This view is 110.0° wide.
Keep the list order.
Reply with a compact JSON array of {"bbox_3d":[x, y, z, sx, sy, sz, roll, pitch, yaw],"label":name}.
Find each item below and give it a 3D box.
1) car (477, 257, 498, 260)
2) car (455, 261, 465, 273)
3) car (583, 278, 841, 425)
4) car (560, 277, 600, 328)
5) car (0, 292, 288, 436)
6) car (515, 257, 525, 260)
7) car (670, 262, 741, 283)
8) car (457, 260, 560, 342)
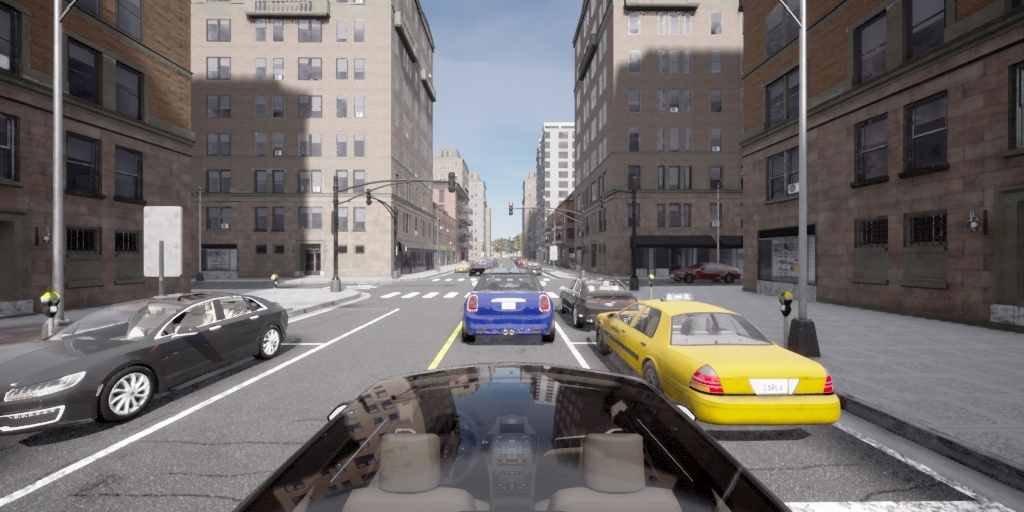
[{"bbox_3d":[-3.426,1.293,50.126,2.033,1.411,5.357,0,0,-1],"label":"car"},{"bbox_3d":[-5.887,1.272,43.436,1.751,1.417,4.829,0,0,-1],"label":"car"},{"bbox_3d":[2.602,1.275,5.914,1.751,1.417,4.829,0,0,-1],"label":"car"},{"bbox_3d":[2.534,1.300,11.150,2.007,1.370,4.403,0,0,-1],"label":"car"},{"bbox_3d":[-5.429,1.300,5.646,2.007,1.370,4.403,0,0,-1],"label":"car"},{"bbox_3d":[1.928,1.183,60.749,1.967,1.591,4.097,0,0,-1],"label":"car"},{"bbox_3d":[13.931,1.186,25.926,4.674,1.442,1.812,0,0,1],"label":"car"},{"bbox_3d":[-0.084,1.102,9.905,2.097,1.767,4.553,0,0,0],"label":"car"}]
